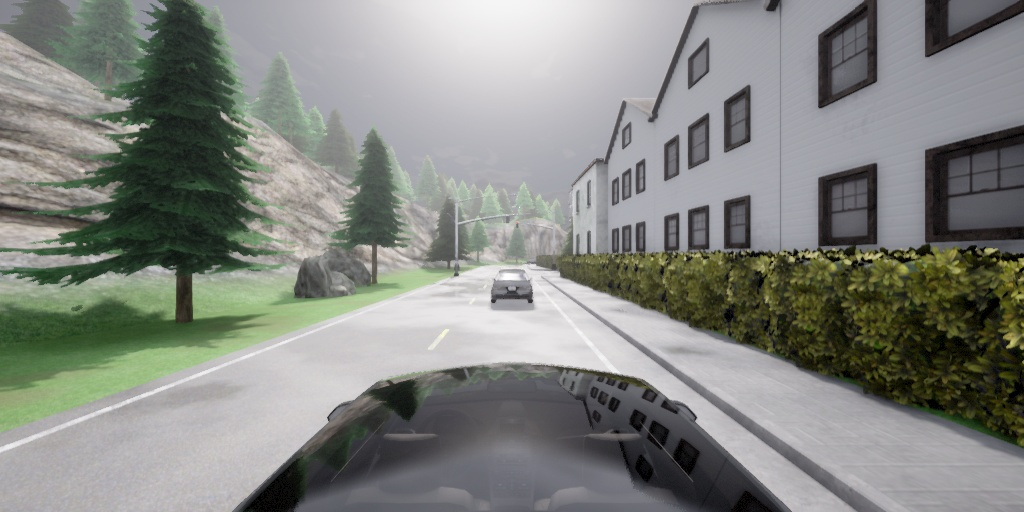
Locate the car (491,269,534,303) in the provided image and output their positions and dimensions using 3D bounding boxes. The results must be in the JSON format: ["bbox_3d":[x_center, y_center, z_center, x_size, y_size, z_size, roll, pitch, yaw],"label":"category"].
[{"bbox_3d":[0.000,1.311,16.500,2.033,1.411,5.357,0,0,0],"label":"car"}]
